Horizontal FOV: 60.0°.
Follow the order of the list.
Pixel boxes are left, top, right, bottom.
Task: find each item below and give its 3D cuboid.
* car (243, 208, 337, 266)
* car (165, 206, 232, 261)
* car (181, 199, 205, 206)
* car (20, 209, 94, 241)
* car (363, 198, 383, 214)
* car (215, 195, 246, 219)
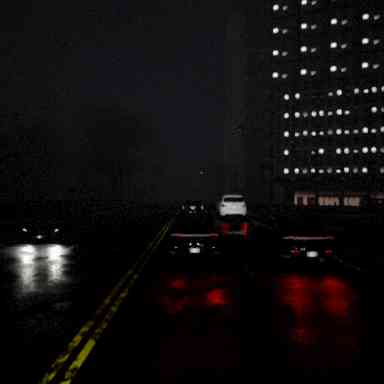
[{"bbox_3d":[3.335,1.504,11.638,2.128,1.511,4.902,0,0,0],"label":"car"},{"bbox_3d":[0.085,1.504,12.245,2.128,1.511,4.902,0,0,0],"label":"car"},{"bbox_3d":[0.079,1.390,30.295,2.097,1.767,4.553,0,0,0],"label":"car"},{"bbox_3d":[-6.608,1.565,17.054,2.033,1.411,5.357,0,0,0],"label":"car"},{"bbox_3d":[22.992,1.699,39.227,5.009,1.841,2.192,0,2,20],"label":"car"},{"bbox_3d":[3.332,1.256,29.130,2.150,2.045,5.566,0,0,0],"label":"car"}]
